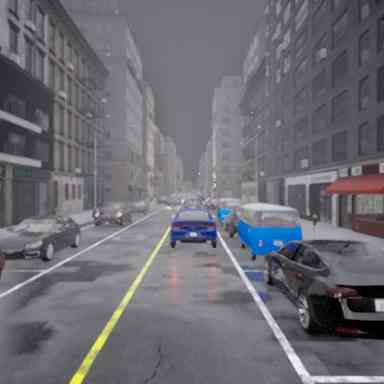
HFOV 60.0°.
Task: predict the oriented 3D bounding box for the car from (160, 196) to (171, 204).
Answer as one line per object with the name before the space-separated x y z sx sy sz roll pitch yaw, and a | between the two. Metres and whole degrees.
car | -5.368 1.602 67.182 1.947 1.339 4.313 0 0 0

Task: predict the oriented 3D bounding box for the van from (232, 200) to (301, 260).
van | 2.641 1.341 12.070 1.690 1.788 3.998 0 0 0

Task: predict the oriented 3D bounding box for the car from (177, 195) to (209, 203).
car | 0.077 1.359 28.609 2.097 1.767 4.553 0 0 0

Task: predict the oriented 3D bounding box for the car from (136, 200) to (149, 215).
car | -5.378 1.564 34.115 2.008 1.369 4.403 0 0 0

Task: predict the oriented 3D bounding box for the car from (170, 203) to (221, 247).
car | 0.079 1.478 15.038 1.882 1.535 5.008 0 -1 0

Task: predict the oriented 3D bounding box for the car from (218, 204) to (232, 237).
car | 2.642 1.552 17.581 2.008 1.369 4.403 0 0 0

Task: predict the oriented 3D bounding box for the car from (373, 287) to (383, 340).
car | 2.638 1.581 1.049 1.802 1.307 4.206 0 0 0

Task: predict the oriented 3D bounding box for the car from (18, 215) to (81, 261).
car | -5.384 1.551 12.072 2.008 1.369 4.403 0 0 0

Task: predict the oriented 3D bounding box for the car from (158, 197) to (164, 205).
car | -5.370 1.578 61.671 1.887 1.381 4.507 0 0 0

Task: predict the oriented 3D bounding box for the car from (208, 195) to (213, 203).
car | 2.648 1.457 39.624 1.967 1.590 4.097 0 0 0

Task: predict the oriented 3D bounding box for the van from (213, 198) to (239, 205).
van | 2.643 1.346 23.092 1.690 1.788 3.998 0 0 0

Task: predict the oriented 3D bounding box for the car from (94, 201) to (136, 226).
car | -5.381 1.445 23.094 1.967 1.590 4.097 0 0 0

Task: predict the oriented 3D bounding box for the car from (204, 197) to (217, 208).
car | 2.765 1.552 50.695 1.812 1.442 4.674 0 0 0

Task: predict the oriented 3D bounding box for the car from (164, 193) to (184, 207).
car | -2.810 1.379 51.985 2.097 1.767 4.553 0 0 0

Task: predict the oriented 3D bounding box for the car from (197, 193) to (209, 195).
car | 2.657 1.351 67.180 2.192 1.841 5.009 0 0 0

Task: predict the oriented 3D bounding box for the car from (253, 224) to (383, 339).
car | 2.639 1.565 6.560 1.947 1.339 4.313 0 0 0

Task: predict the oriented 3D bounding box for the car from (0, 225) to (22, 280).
car | -5.386 1.582 6.562 1.802 1.307 4.206 0 0 0
